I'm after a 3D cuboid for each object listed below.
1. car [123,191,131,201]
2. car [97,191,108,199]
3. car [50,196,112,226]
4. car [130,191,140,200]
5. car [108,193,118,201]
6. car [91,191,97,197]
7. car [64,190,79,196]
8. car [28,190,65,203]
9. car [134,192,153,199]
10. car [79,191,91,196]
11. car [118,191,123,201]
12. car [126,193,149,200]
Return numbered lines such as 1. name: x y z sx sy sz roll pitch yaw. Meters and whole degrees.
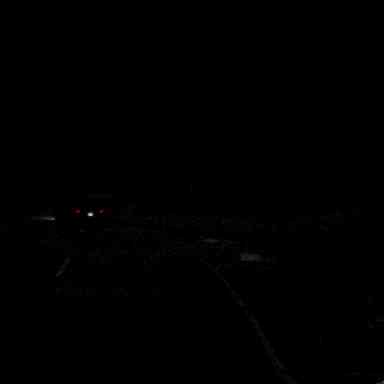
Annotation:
1. car: -16.352 1.127 72.087 4.792 1.488 2.163 1 1 0
2. car: -19.584 1.067 63.699 5.366 1.575 1.946 1 0 0
3. car: -6.644 1.144 19.584 1.994 1.385 4.181 2 0 -36
4. car: -15.300 0.835 74.868 5.566 2.045 2.435 1 1 1
5. car: -18.350 0.841 66.514 5.566 2.045 2.435 1 0 0
6. car: -20.425 0.919 60.913 4.553 1.767 2.185 1 -1 -1
7. car: -22.388 0.726 55.300 5.566 2.045 2.435 1 0 -1
8. car: -23.329 0.945 52.490 4.892 1.521 2.231 1 0 -1
9. car: -12.091 0.871 83.199 4.553 1.767 2.185 1 1 1
10. car: -21.351 0.761 58.117 5.566 2.045 2.435 1 -1 -1
11. car: -17.326 0.974 69.301 4.553 1.767 2.185 1 0 0
12. car: -13.140 1.034 80.425 5.008 1.535 2.097 1 1 1
